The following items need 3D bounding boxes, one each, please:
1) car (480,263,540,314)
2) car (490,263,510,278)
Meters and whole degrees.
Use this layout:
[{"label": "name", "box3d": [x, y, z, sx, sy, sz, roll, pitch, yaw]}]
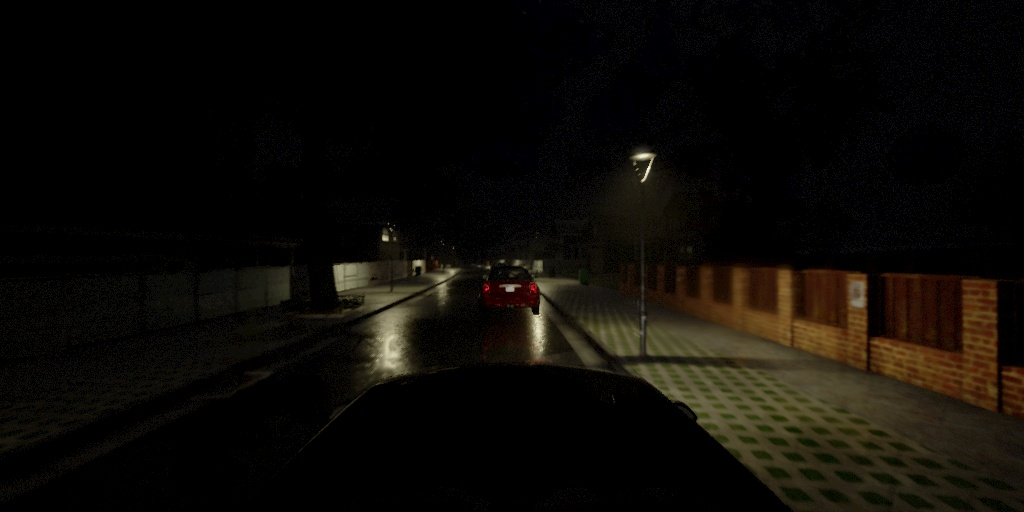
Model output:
[{"label": "car", "box3d": [-0.118, 1.154, 14.181, 2.097, 1.767, 4.553, 0, 0, -2]}, {"label": "car", "box3d": [-1.307, 1.440, 37.135, 1.812, 1.442, 4.674, 0, 0, -4]}]
